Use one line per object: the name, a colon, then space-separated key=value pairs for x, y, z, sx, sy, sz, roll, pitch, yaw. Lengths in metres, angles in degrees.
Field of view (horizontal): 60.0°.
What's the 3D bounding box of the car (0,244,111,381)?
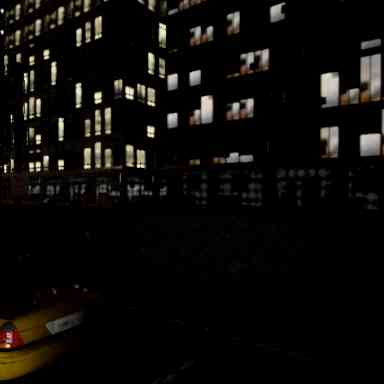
car: x=-3.366 y=1.506 z=5.275 sx=4.829 sy=1.417 sz=1.752 roll=0 pitch=0 yaw=36
